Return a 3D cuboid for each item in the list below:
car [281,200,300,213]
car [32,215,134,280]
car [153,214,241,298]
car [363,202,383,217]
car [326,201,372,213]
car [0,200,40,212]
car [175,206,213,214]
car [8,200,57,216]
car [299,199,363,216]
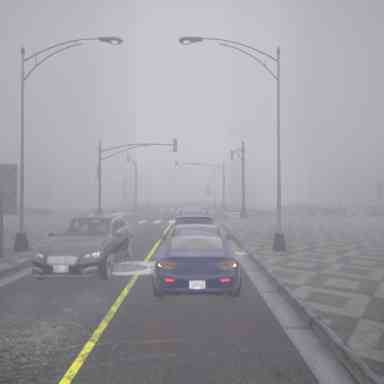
[{"bbox_3d":[12.338,1.566,38.277,4.097,1.590,1.967,0,-1,0],"label":"car"},{"bbox_3d":[-2.998,1.496,10.054,2.128,1.511,4.902,0,0,0],"label":"car"},{"bbox_3d":[0.104,1.529,8.398,1.812,1.442,4.674,0,0,0],"label":"car"},{"bbox_3d":[18.006,1.582,29.769,4.313,1.339,1.947,0,-1,0],"label":"car"},{"bbox_3d":[18.008,1.698,38.293,4.403,1.369,2.008,0,-1,0],"label":"car"},{"bbox_3d":[-20.153,1.583,38.171,4.403,1.369,2.008,0,-1,0],"label":"car"},{"bbox_3d":[0.102,1.484,17.999,1.882,1.535,5.008,0,0,0],"label":"car"},{"bbox_3d":[-14.585,1.440,29.666,4.829,1.417,1.752,0,-1,0],"label":"car"},{"bbox_3d":[12.336,1.547,29.751,4.403,1.369,2.008,0,-1,0],"label":"car"}]
